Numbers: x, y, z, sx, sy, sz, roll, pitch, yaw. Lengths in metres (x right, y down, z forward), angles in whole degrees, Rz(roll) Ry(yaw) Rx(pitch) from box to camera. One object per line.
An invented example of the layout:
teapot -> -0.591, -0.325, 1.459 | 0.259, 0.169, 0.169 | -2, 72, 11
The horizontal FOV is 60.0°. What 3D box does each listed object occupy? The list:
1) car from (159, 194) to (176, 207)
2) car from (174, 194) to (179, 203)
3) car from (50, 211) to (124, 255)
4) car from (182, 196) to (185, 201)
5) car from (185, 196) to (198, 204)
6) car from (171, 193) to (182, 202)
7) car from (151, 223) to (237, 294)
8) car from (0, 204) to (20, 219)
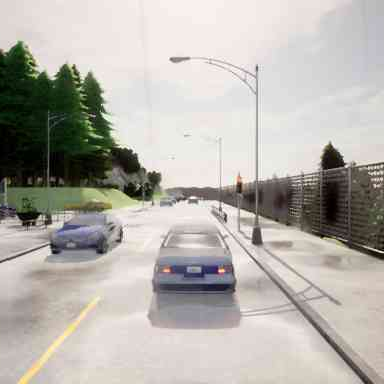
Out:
car -> -3.997, 1.505, 52.486 | 1.837, 1.490, 4.892 | 0, 0, 0
car -> -3.949, 1.525, 62.383 | 1.812, 1.442, 4.674 | 0, 0, 1
car -> -4.017, 1.525, 13.451 | 1.812, 1.442, 4.674 | 0, 0, 1
car -> -3.646, 1.540, 86.777 | 5.357, 1.411, 2.033 | 0, 0, 40
car -> 0.219, 1.547, 64.936 | 2.033, 1.411, 5.357 | 0, 0, 0
car -> -3.868, 1.225, 72.788 | 2.150, 2.045, 5.566 | 0, 0, 0
car -> 0.063, 1.547, 8.936 | 2.033, 1.411, 5.357 | 0, 0, 1
car -> -16.674, 1.564, 27.857 | 4.181, 1.385, 1.994 | 0, 0, 0
